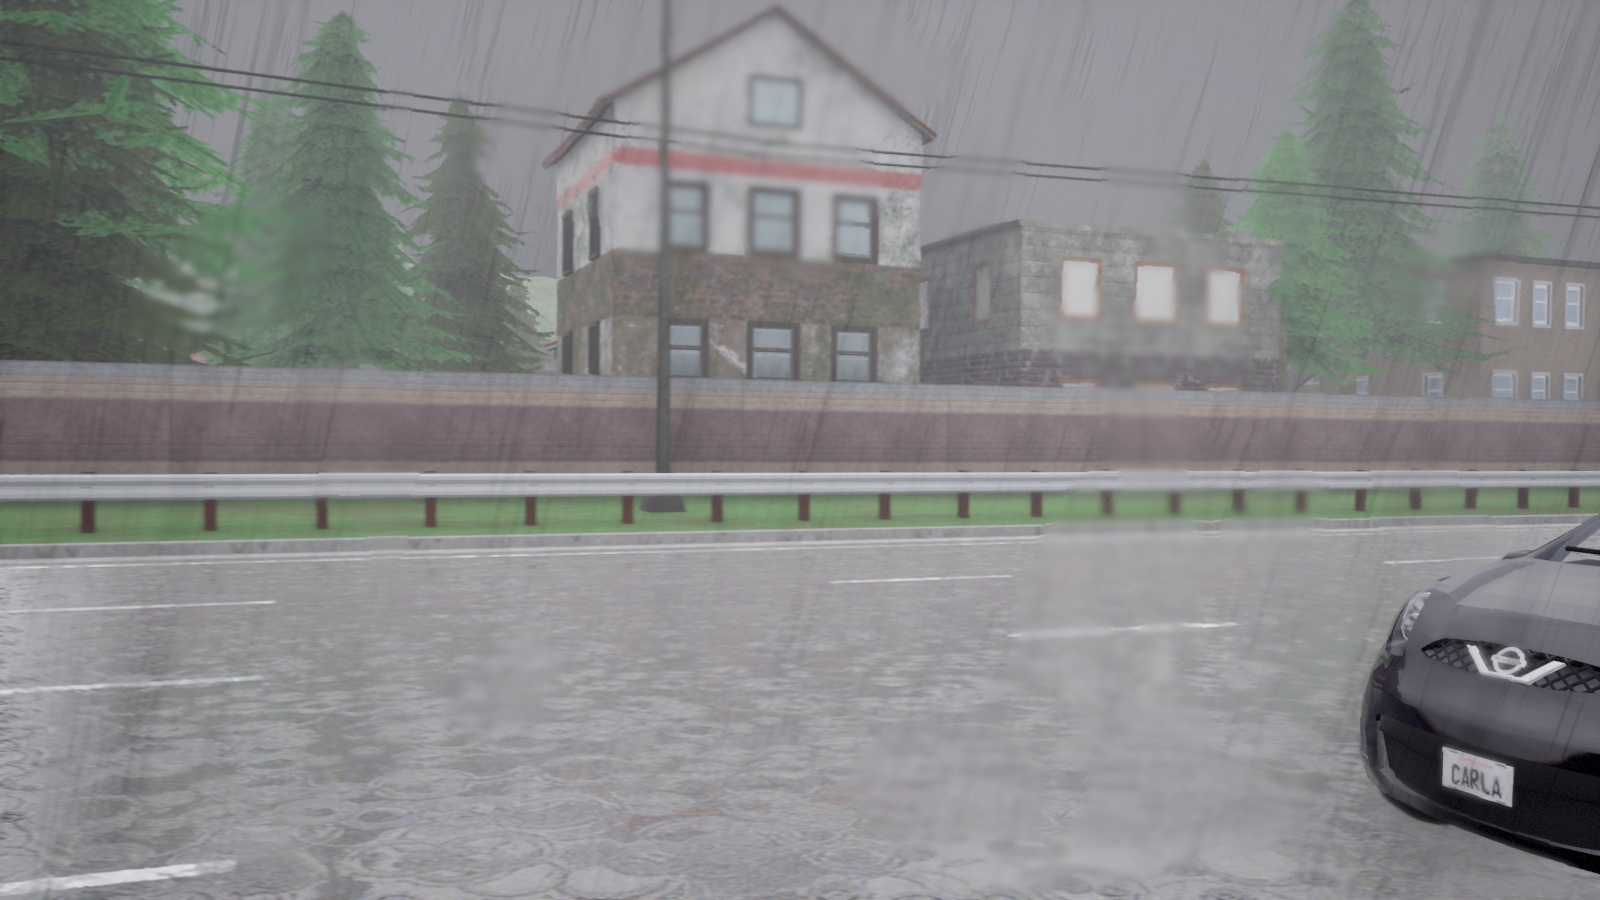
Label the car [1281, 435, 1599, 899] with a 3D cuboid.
[{"bbox_3d":[3.922,0.693,4.728,3.633,1.501,1.845,-1,1,-21],"label":"car"}]
